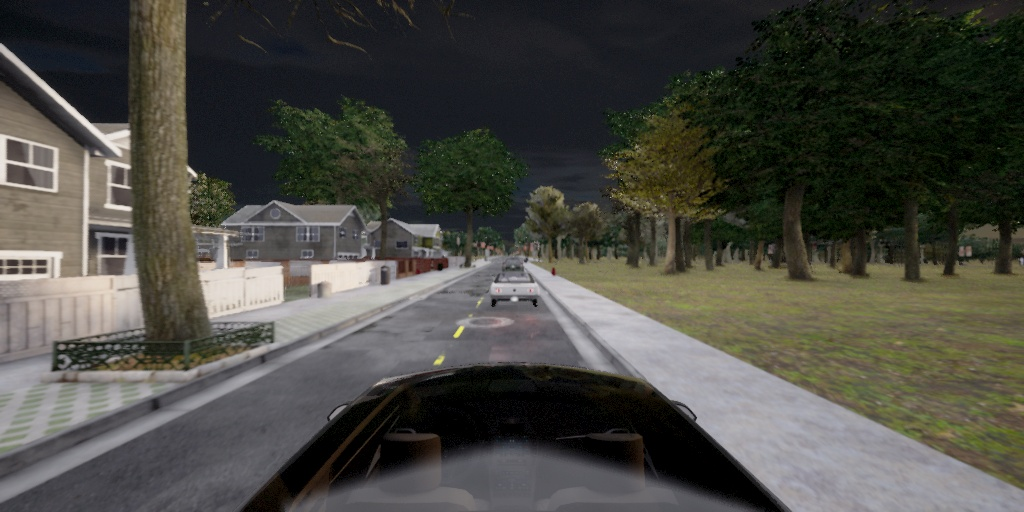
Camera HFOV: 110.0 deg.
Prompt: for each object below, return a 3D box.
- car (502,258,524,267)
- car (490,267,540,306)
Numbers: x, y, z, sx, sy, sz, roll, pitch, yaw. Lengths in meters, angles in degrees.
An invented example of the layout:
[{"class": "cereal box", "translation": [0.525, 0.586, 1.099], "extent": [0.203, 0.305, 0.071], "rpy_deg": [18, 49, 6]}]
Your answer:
[{"class": "car", "translation": [0.094, 0.986, 35.630], "extent": [2.097, 1.767, 4.553], "rpy_deg": [0, 0, 0]}, {"class": "car", "translation": [0.096, 1.308, 15.546], "extent": [1.895, 1.301, 4.718], "rpy_deg": [0, 0, 0]}]
